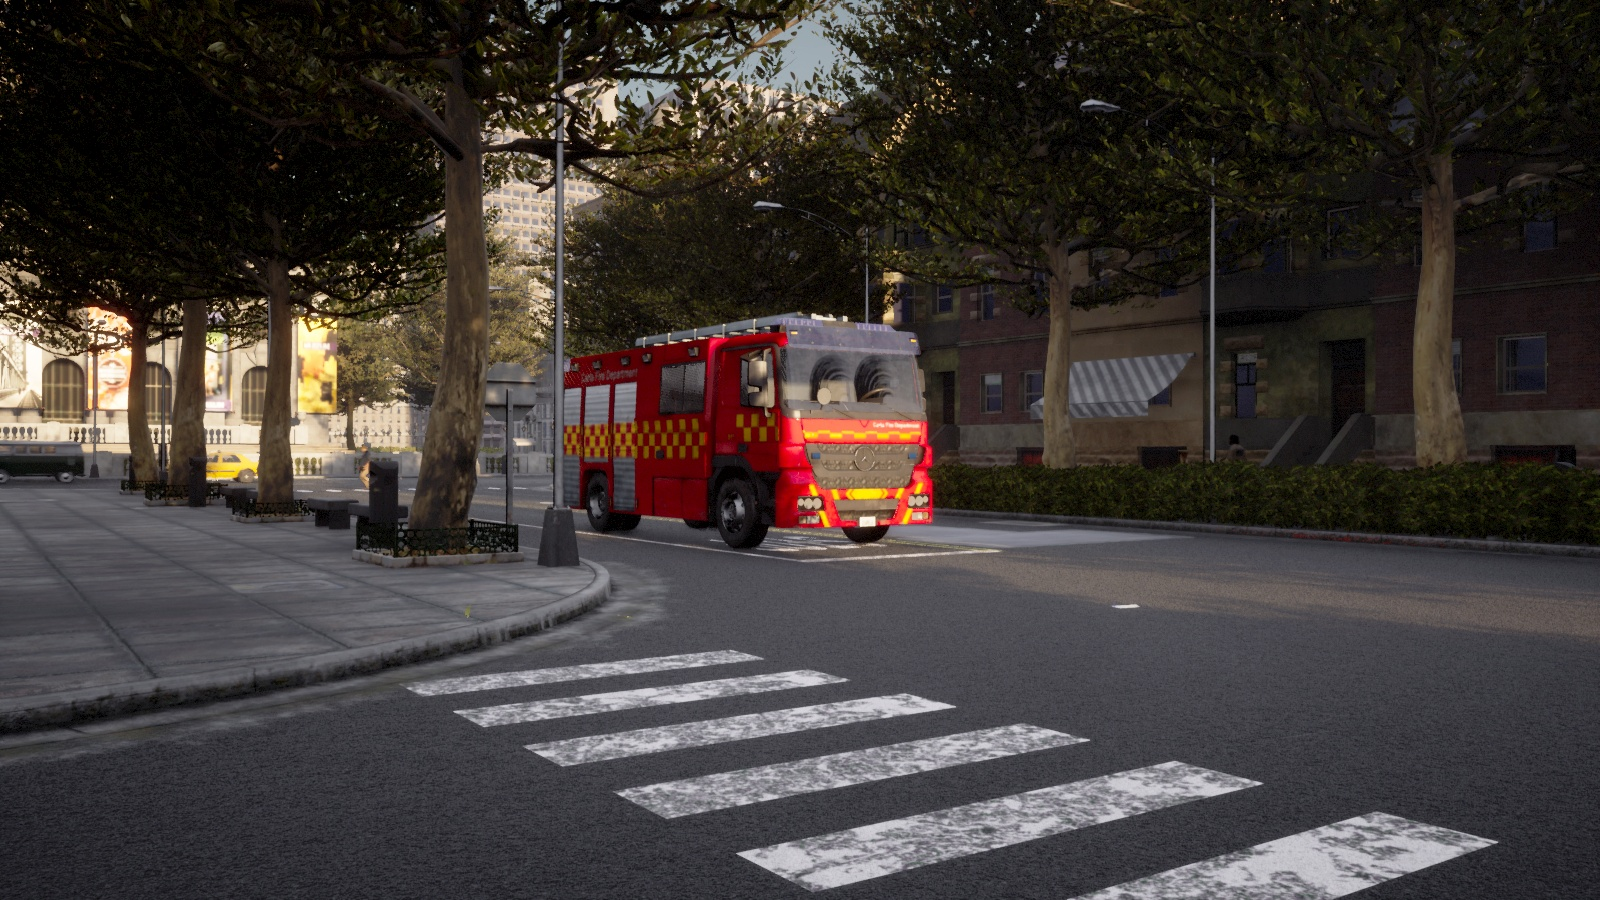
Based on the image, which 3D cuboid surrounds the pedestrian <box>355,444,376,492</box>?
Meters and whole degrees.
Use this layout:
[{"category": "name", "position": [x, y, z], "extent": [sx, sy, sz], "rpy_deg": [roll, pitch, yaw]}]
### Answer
[{"category": "pedestrian", "position": [-17.094, 0.709, 49.396], "extent": [0.694, 1.848, 0.540], "rpy_deg": [0, 0, -30]}]

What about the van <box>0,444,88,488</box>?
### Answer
[{"category": "van", "position": [-35.751, 0.718, 58.410], "extent": [4.442, 1.987, 1.775], "rpy_deg": [0, 0, -34]}]

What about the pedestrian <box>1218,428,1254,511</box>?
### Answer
[{"category": "pedestrian", "position": [10.196, 0.452, 29.363], "extent": [0.396, 1.930, 0.692], "rpy_deg": [0, 0, -34]}]

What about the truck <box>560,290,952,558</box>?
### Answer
[{"category": "truck", "position": [-1.199, -0.363, 22.272], "extent": [2.891, 3.827, 8.468], "rpy_deg": [0, 0, -34]}]

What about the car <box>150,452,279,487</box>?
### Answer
[{"category": "car", "position": [-27.721, 0.888, 59.530], "extent": [5.366, 1.575, 1.801], "rpy_deg": [0, 0, -34]}]
